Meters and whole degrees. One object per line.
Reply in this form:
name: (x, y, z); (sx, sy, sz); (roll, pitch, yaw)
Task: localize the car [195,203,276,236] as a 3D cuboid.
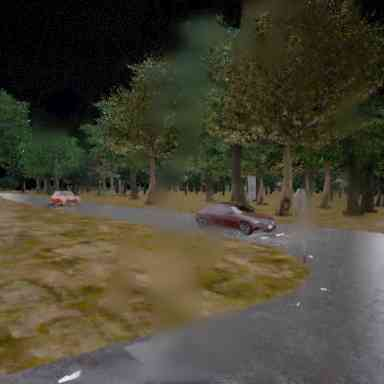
car: (2.112, 1.305, 17.284); (1.812, 1.442, 4.674); (-1, 2, -42)

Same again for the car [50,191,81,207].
car: (-13.703, 0.655, 35.982); (2.097, 1.767, 4.553); (-1, 1, -39)
